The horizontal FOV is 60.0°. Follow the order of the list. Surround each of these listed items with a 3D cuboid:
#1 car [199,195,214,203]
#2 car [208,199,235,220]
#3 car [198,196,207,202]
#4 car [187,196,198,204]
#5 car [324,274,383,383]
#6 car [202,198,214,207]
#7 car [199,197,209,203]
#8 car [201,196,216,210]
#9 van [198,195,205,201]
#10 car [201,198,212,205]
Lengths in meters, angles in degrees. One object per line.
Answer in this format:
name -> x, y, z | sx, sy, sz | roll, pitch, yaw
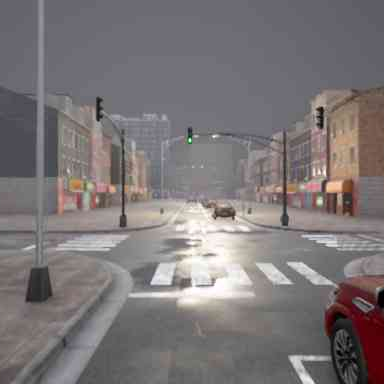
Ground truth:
car -> 2.628, 1.413, 50.275 | 2.192, 1.841, 5.009 | 0, 0, 0
car -> 2.635, 1.585, 28.525 | 1.887, 1.381, 4.507 | 1, 0, 0
car -> 2.613, 1.791, 82.899 | 1.947, 1.339, 4.313 | 0, 0, 0
car -> -0.025, 1.518, 68.715 | 2.097, 1.767, 4.553 | 0, 0, 0
car -> 2.648, 1.317, 2.095 | 2.192, 1.841, 5.009 | 1, 0, 0
car -> 2.624, 1.698, 55.712 | 1.802, 1.307, 4.206 | 0, 0, 0
car -> 2.617, 1.728, 72.024 | 2.008, 1.369, 4.403 | 0, 0, 0
car -> 2.628, 1.626, 44.837 | 1.887, 1.381, 4.507 | 0, 0, 0
van -> 2.610, 1.619, 93.775 | 1.690, 1.788, 3.998 | 0, 0, 0
car -> 2.622, 1.717, 61.149 | 1.802, 1.307, 4.206 | 0, 0, 0
